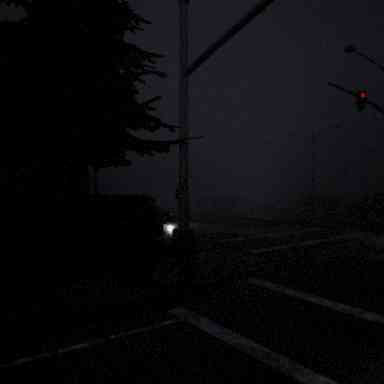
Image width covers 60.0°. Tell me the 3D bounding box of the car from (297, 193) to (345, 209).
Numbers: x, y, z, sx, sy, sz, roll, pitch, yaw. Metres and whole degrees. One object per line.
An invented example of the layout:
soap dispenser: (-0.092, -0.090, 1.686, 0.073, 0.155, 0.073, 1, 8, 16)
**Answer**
car: (15.944, 1.103, 41.249, 1.932, 1.855, 4.605, 0, 0, -36)

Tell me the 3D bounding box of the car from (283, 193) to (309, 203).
car: (20.789, 1.105, 66.708, 1.932, 1.855, 4.605, 0, 0, -36)

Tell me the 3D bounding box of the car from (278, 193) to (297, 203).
car: (18.675, 1.084, 64.672, 1.905, 1.878, 3.866, 0, 0, -36)

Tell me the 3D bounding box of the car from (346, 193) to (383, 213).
car: (17.889, 1.082, 32.947, 1.905, 1.878, 3.866, 0, 0, -36)

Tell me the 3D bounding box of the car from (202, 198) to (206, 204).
car: (3.294, 1.237, 53.156, 1.970, 1.475, 3.806, 0, 0, -36)

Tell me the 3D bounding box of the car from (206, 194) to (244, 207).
car: (4.454, 1.302, 45.297, 2.007, 1.523, 4.514, 0, 0, -36)

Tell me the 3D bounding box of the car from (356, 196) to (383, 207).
car: (26.457, 1.305, 47.969, 2.007, 1.523, 4.514, 0, 0, -36)

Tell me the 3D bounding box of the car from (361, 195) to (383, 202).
car: (37.862, 1.394, 69.722, 1.970, 1.475, 3.806, 0, 0, -36)

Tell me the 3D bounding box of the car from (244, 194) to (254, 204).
car: (8.306, 1.159, 57.177, 2.152, 1.636, 5.027, 0, 0, -36)

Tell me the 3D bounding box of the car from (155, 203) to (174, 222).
car: (-3.364, 1.357, 23.578, 2.033, 1.411, 5.357, 0, 0, -36)
